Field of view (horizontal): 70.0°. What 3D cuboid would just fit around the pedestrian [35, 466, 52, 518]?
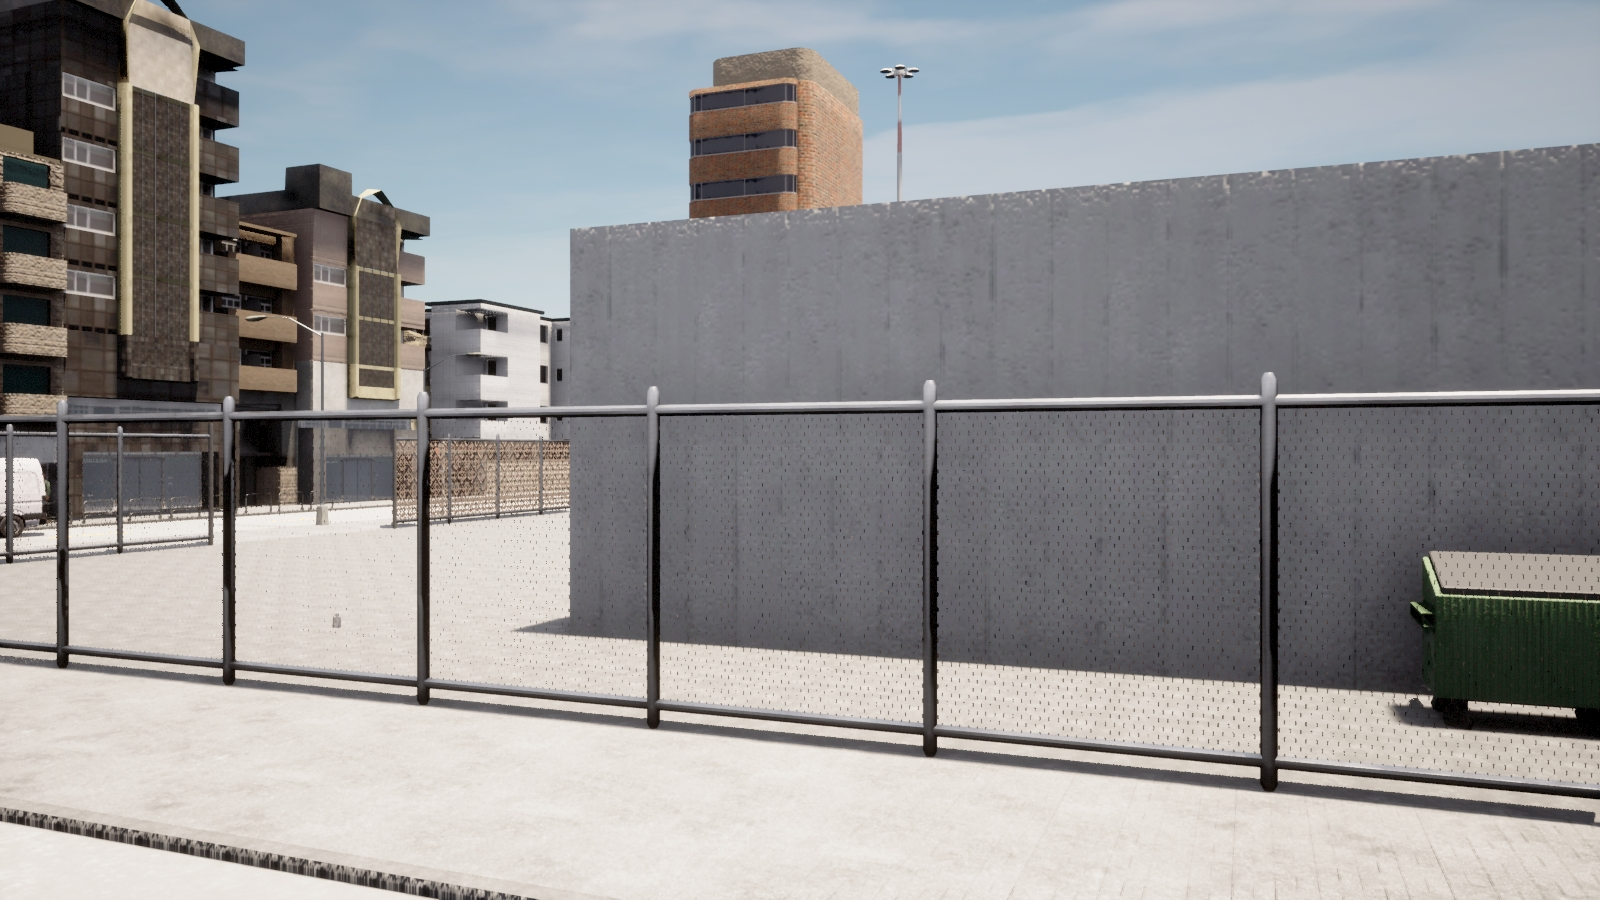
[{"bbox_3d":[-27.611,1.523,41.688,0.375,1.860,0.375,0,0,26],"label":"pedestrian"}]

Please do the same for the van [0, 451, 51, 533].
[{"bbox_3d":[-26.517,1.314,35.024,1.988,2.561,5.915,0,0,21],"label":"van"}]
